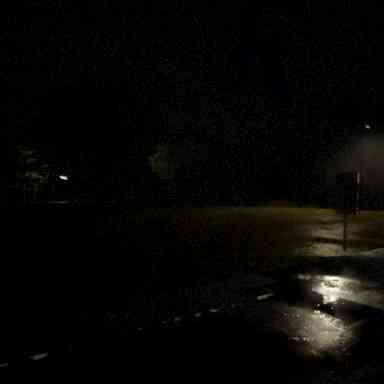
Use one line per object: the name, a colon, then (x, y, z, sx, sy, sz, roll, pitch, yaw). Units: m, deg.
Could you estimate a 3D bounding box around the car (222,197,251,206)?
car: (7.087, 1.553, 53.904, 2.033, 1.411, 5.357, 4, -3, -35)
